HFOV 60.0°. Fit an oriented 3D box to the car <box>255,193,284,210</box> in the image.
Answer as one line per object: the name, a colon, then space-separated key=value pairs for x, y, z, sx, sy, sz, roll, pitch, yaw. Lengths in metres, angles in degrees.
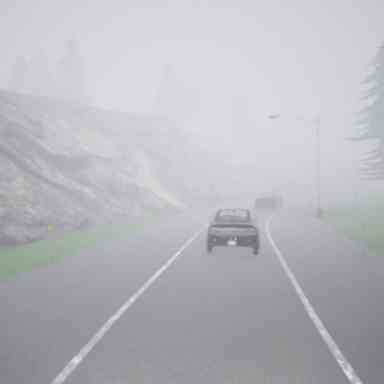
car: x=7.581 y=0.798 z=32.429 sx=1.882 sy=1.535 sz=5.008 roll=0 pitch=2 yaw=27

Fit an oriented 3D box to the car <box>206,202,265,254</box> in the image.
car: x=1.663 y=1.402 z=13.169 sx=2.128 sy=1.511 sz=4.902 roll=0 pitch=1 yaw=9
